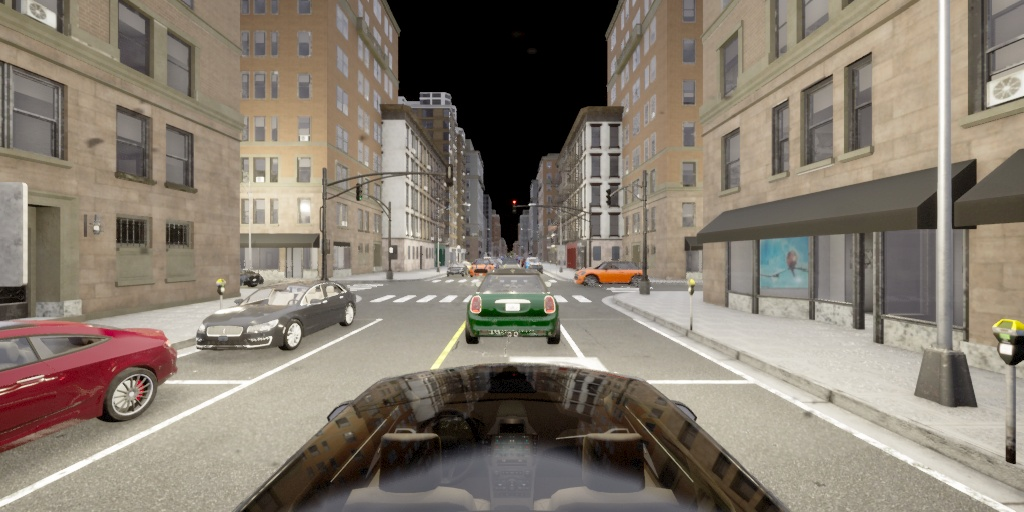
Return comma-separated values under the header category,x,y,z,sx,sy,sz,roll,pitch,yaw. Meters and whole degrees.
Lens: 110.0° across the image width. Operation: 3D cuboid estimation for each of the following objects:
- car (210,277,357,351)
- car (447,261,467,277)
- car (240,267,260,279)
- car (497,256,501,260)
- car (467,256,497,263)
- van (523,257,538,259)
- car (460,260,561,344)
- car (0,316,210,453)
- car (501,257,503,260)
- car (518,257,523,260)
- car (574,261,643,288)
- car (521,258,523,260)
category,x,y,z,sx,sy,sz,roll,pitch,yaw
car,-5.391,1.300,8.867,2.007,1.370,4.403,0,0,0
car,-5.401,1.297,35.743,2.007,1.370,4.403,0,0,0
car,-17.150,1.224,21.099,4.181,1.385,1.994,0,0,0
car,-2.852,1.098,44.607,2.097,1.767,4.553,0,0,-1
car,-2.832,1.099,34.684,2.097,1.767,4.553,0,0,0
van,2.626,1.086,46.559,1.690,1.789,3.998,0,0,0
car,0.038,1.102,9.711,2.097,1.767,4.553,0,0,1
car,-5.389,1.332,3.186,1.802,1.307,4.207,0,0,0
car,-2.841,1.249,54.766,1.837,1.490,4.892,0,0,0
car,2.625,1.059,62.778,2.192,1.841,5.009,0,0,0
car,6.516,1.142,24.095,4.553,1.767,2.097,0,0,0
car,2.626,1.327,51.966,1.802,1.307,4.207,0,0,0
